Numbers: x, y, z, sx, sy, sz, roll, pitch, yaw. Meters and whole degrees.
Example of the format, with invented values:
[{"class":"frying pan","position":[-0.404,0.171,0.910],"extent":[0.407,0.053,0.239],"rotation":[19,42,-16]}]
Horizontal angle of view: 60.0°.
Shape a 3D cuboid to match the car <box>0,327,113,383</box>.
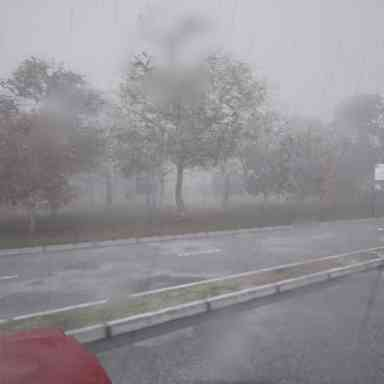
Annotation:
[{"class":"car","position":[-2.637,1.599,1.558],"extent":[4.718,1.301,1.895],"rotation":[0,0,-35]}]
